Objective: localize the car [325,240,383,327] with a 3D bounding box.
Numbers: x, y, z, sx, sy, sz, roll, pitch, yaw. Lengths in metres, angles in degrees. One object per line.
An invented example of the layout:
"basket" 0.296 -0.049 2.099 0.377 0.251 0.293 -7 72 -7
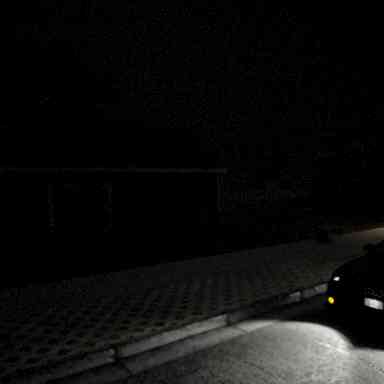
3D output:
"car" 4.382 1.490 6.219 4.181 1.385 1.994 -1 0 -35
